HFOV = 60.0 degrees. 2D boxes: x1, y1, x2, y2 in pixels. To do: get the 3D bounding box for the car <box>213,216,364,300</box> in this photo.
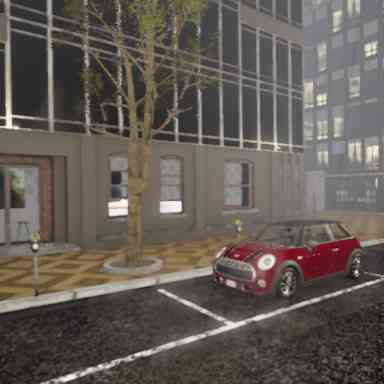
[{"bbox_3d":[2.464,1.450,8.333,4.097,1.590,1.967,0,-1,-35],"label":"car"}]
